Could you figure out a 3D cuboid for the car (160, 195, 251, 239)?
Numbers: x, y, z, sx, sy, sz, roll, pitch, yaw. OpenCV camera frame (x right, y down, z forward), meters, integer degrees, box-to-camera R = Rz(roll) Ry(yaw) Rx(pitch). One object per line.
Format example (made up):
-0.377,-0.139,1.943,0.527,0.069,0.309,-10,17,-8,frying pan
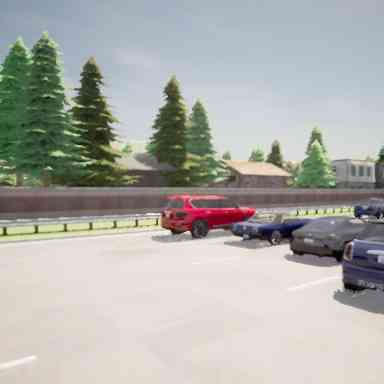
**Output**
1.019,1.197,17.372,5.566,2.045,2.150,0,0,-36,car

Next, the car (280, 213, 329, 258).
5.400,1.538,11.899,4.181,1.385,1.994,0,0,-36,car

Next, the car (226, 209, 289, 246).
4.066,1.573,15.248,4.718,1.301,1.895,0,0,-36,car

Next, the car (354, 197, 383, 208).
15.499,1.287,27.704,4.553,1.767,2.097,0,0,-36,car

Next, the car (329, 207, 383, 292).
5.486,1.332,7.661,4.553,1.767,2.097,0,0,-36,car
